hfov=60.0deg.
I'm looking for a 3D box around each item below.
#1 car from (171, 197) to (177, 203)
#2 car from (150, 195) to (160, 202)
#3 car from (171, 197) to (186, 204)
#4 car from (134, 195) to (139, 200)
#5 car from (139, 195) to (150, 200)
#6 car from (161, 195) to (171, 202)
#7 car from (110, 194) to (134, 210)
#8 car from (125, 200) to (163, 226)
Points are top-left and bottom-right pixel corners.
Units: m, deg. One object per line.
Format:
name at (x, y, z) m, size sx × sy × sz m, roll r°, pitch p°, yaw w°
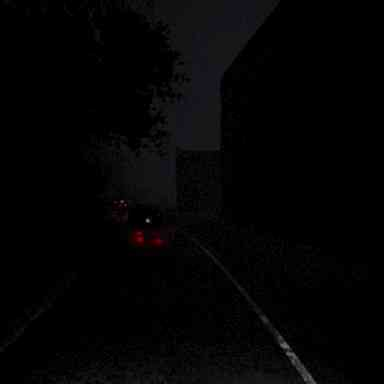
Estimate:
car at (-6.150, 2.144, 89.502) m, size 2.231 × 1.521 × 4.892 m, roll 3°, pitch -2°, yaw -30°
car at (-10.998, 1.823, 86.752) m, size 2.097 × 1.535 × 5.008 m, roll 4°, pitch -2°, yaw -30°
car at (-3.726, 2.317, 90.851) m, size 2.163 × 1.488 × 4.792 m, roll 3°, pitch -2°, yaw -30°
car at (-15.847, 1.499, 84.039) m, size 2.163 × 1.488 × 4.792 m, roll 4°, pitch -2°, yaw -30°
car at (-13.422, 1.525, 85.418) m, size 2.185 × 1.767 × 4.553 m, roll 4°, pitch -2°, yaw -30°
car at (-8.577, 1.737, 88.165) m, size 2.435 × 2.045 × 5.566 m, roll 4°, pitch -2°, yaw -30°
car at (-8.546, 1.217, 40.376) m, size 2.097 × 1.767 × 4.553 m, roll 0°, pitch 0°, yaw -14°
car at (-3.312, 1.493, 22.857) m, size 1.895 × 1.301 × 4.718 m, roll 0°, pitch 0°, yaw -15°
